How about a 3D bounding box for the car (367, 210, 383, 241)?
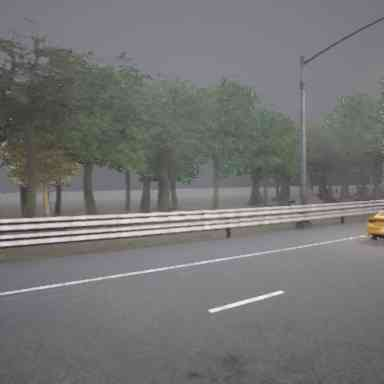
[{"bbox_3d":[9.928,1.390,15.133,5.008,1.535,1.882,-1,1,-36],"label":"car"}]
